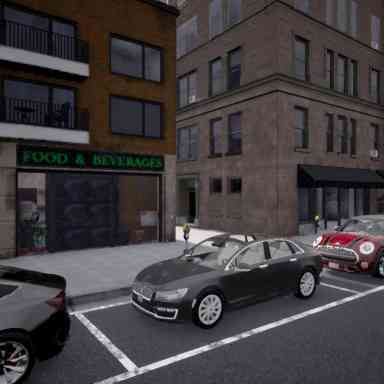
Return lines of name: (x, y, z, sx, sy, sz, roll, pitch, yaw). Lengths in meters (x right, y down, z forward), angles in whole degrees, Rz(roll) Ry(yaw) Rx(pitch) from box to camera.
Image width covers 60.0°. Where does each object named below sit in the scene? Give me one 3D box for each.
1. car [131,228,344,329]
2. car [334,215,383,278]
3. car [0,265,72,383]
car: (0.910, 1.551, 6.836, 4.403, 1.369, 2.008, 0, 0, -35)
car: (5.406, 1.442, 10.037, 4.097, 1.590, 1.967, 0, 0, -35)
car: (-3.585, 1.566, 3.635, 4.313, 1.339, 1.947, 0, 0, -35)
